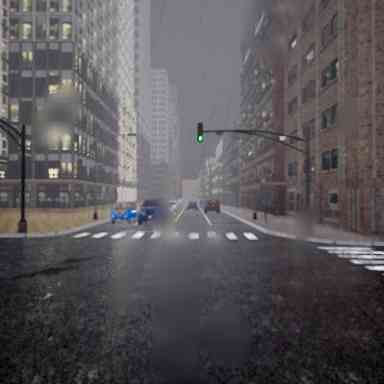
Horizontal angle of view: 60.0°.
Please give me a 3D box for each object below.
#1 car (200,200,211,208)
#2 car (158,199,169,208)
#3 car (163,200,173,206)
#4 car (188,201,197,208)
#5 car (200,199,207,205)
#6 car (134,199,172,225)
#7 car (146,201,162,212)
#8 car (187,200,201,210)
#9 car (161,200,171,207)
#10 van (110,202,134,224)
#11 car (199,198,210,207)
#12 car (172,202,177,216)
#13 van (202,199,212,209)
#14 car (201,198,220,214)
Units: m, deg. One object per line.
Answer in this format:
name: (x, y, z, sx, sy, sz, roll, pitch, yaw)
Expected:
car: (2.695, 2.423, 66.868, 2.008, 1.369, 4.403, 0, -1, 0)
car: (-5.686, 2.313, 66.869, 1.967, 1.590, 4.097, 0, -1, 0)
car: (-5.685, 2.573, 77.969, 2.008, 1.369, 4.403, 0, -1, 0)
car: (0.085, 2.478, 67.229, 1.895, 1.301, 4.718, 0, -1, 0)
car: (3.008, 2.679, 87.582, 1.812, 1.442, 4.674, 0, -1, 0)
car: (-3.106, 1.577, 27.691, 2.150, 2.045, 5.566, 0, -1, 0)
car: (-5.687, 2.174, 50.047, 1.752, 1.417, 4.829, 0, -1, 0)
car: (0.103, 2.275, 56.028, 2.033, 1.411, 5.357, 0, -1, 0)
car: (-5.686, 2.470, 72.248, 1.752, 1.417, 4.829, 0, -1, 0)
van: (-5.689, 1.701, 28.017, 1.690, 1.788, 3.998, 0, -1, 0)
car: (2.695, 2.262, 72.421, 2.192, 1.841, 5.009, 0, -1, 0)
car: (-3.094, 2.084, 37.395, 1.895, 1.301, 4.718, 0, -1, 0)
van: (2.694, 2.139, 61.321, 1.690, 1.788, 3.998, 0, -1, 0)
car: (2.692, 1.893, 44.670, 2.192, 1.841, 5.009, 0, -1, 0)
